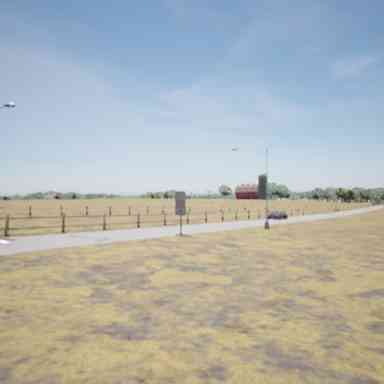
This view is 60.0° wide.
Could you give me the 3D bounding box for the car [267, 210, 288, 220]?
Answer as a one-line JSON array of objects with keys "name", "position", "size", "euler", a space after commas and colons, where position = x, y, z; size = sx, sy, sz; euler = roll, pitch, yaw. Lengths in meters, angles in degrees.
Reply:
[{"name": "car", "position": [13.066, 3.507, 50.656], "size": [1.994, 1.385, 4.181], "euler": [-1, -3, 35]}]
